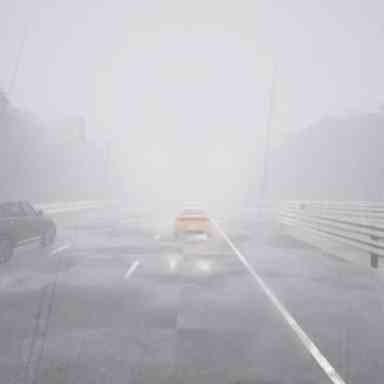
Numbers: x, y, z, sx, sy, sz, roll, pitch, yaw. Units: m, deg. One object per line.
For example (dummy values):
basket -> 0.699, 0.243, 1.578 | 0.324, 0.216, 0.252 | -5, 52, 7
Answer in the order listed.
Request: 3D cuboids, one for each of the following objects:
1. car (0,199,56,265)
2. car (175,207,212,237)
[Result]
car -> -6.923, 1.259, 11.986 | 2.150, 2.045, 5.566 | 0, 0, 0
car -> 0.064, 1.543, 18.457 | 1.882, 1.535, 5.008 | 0, 0, 0
